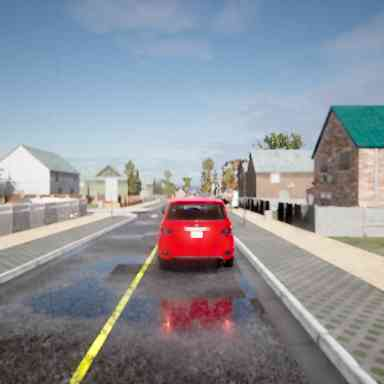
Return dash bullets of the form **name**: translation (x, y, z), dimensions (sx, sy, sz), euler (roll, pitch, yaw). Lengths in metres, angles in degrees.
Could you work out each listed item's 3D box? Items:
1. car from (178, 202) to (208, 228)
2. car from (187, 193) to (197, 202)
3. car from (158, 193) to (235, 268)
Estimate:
- **car**: translation (0.081, 1.441, 22.361), dimensions (1.812, 1.442, 4.674), euler (0, 0, 0)
- **car**: translation (-0.026, 1.204, 76.268), dimensions (2.150, 2.045, 5.566), euler (0, 0, 0)
- **car**: translation (0.097, 1.171, 11.204), dimensions (2.150, 2.045, 5.566), euler (0, 0, -1)
